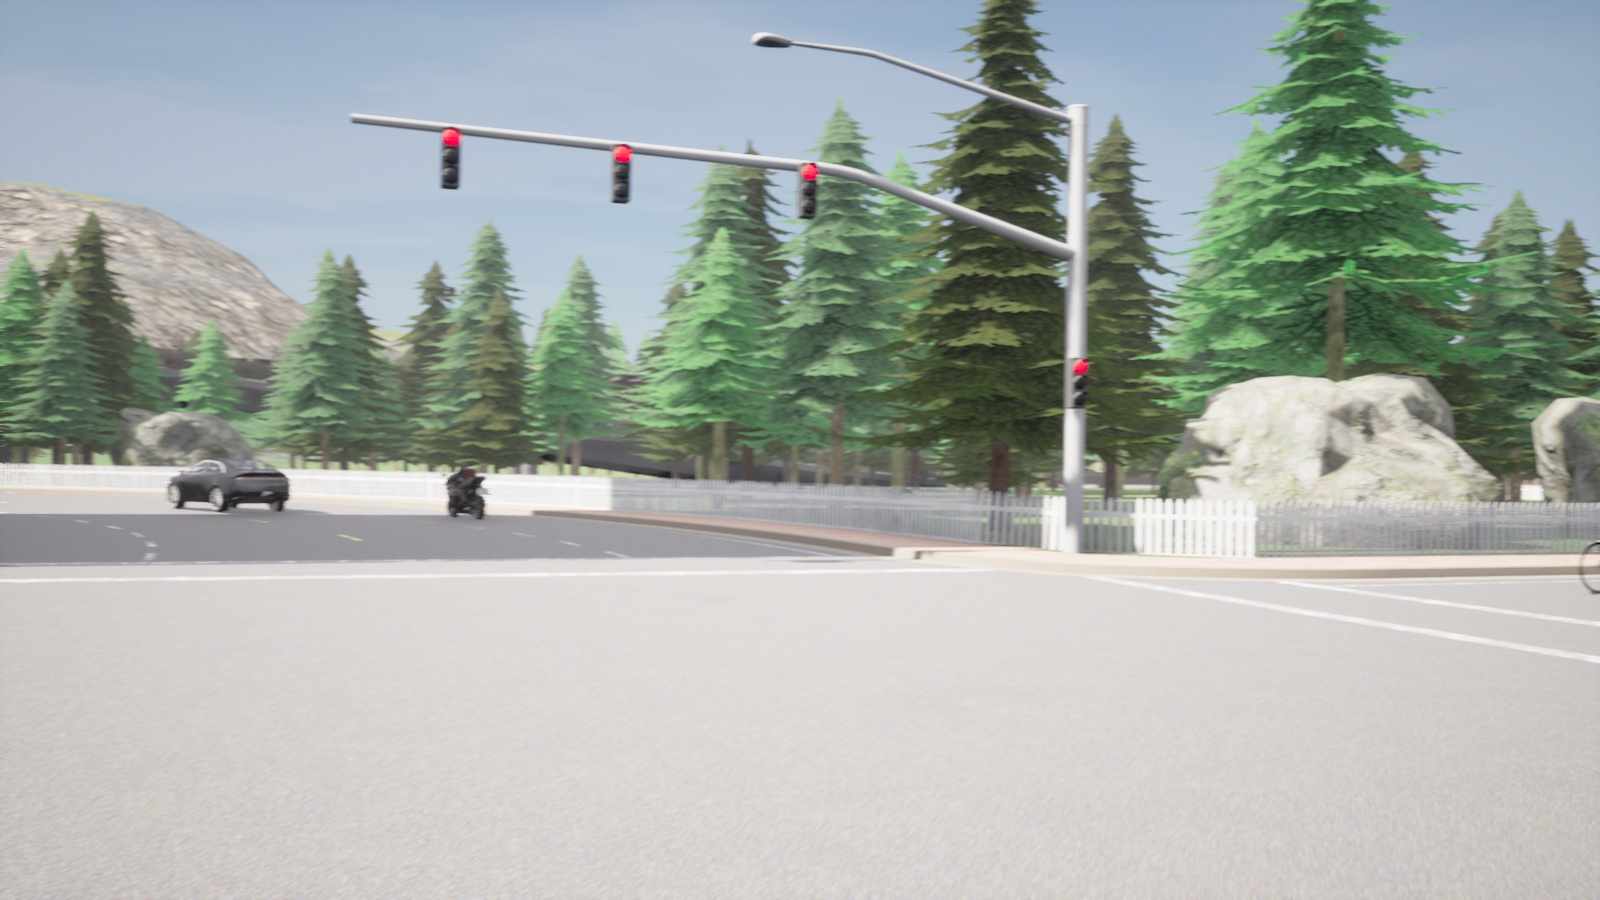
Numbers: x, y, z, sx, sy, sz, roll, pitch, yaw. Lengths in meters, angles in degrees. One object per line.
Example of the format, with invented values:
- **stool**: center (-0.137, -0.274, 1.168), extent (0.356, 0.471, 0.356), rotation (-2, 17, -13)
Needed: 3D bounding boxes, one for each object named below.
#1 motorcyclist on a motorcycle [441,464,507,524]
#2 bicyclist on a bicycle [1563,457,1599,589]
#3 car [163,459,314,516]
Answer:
- **motorcyclist on a motorcycle**: center (-8.768, 1.151, 33.706), extent (0.866, 1.530, 2.191), rotation (1, -1, -40)
- **bicyclist on a bicycle**: center (11.526, 1.009, 17.307), extent (1.843, 1.776, 0.659), rotation (2, -1, -19)
- **car**: center (-16.210, 1.039, 36.126), extent (4.902, 1.511, 2.128), rotation (0, -1, 42)
